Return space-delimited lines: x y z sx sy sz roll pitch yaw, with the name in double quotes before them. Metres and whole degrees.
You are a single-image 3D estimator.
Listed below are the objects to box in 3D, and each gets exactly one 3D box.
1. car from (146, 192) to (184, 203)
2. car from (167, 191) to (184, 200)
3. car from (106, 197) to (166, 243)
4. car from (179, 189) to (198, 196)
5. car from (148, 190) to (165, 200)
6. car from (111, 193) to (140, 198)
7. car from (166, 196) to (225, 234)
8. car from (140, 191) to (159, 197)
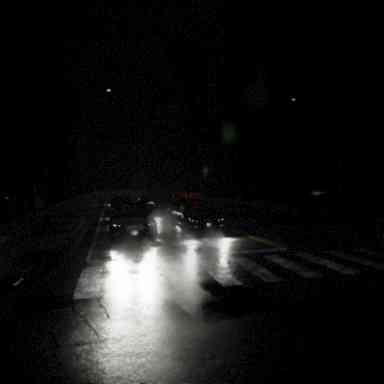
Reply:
"car" -2.284 1.008 26.767 1.837 1.490 4.892 -1 1 -14
"car" -2.892 0.548 57.191 1.895 1.301 4.718 -1 1 -14
"car" -2.696 1.217 14.702 2.128 1.511 4.902 -1 1 -14
"car" -0.525 0.441 47.596 2.097 1.767 4.553 -1 1 -13
"car" -6.044 0.506 56.394 2.128 1.511 4.902 -1 1 -14
"car" -5.705 1.100 27.088 2.033 1.411 5.357 -1 1 -14
"car" 0.148 1.147 16.738 1.837 1.490 4.892 -1 1 -14
"car" -5.488 0.860 40.023 2.033 1.411 5.357 -1 1 -13
